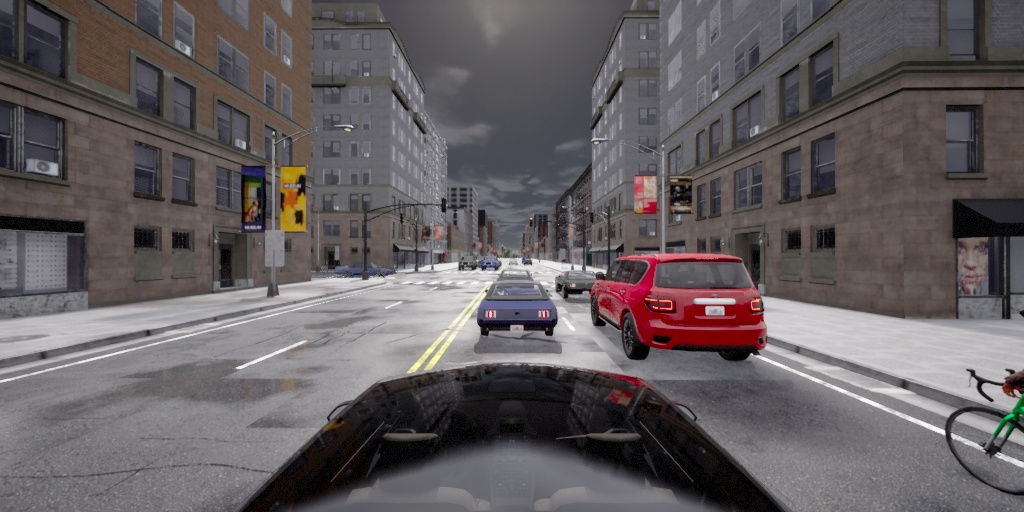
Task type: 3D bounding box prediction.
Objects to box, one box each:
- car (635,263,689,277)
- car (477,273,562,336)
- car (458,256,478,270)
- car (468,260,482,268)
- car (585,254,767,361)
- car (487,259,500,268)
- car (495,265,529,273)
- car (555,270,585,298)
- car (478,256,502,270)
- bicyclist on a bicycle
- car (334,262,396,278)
[{"bbox_3d":[15.192,1.411,36.496,4.718,1.301,1.895,0,0,0],"label":"car"},{"bbox_3d":[0.131,1.352,10.371,1.895,1.301,4.718,0,0,0],"label":"car"},{"bbox_3d":[-6.398,0.990,52.077,2.150,2.045,5.566,0,0,0],"label":"car"},{"bbox_3d":[-6.347,1.336,61.483,1.994,1.385,4.181,0,0,0],"label":"car"},{"bbox_3d":[3.348,0.973,8.445,2.150,2.045,5.566,0,0,2],"label":"car"},{"bbox_3d":[-3.095,1.297,61.294,1.812,1.442,4.674,0,0,1],"label":"car"},{"bbox_3d":[0.165,1.355,19.475,1.895,1.301,4.718,0,0,0],"label":"car"},{"bbox_3d":[3.310,1.355,18.214,1.895,1.301,4.718,0,0,0],"label":"car"},{"bbox_3d":[-3.124,0.990,51.777,2.150,2.045,5.566,0,0,2],"label":"car"},{"bbox_3d":[4.149,1.203,2.618,0.582,1.620,1.656,0,0,0],"label":"bicyclist on a bicycle"},{"bbox_3d":[-13.844,1.291,33.984,5.357,1.411,2.033,0,0,-3],"label":"car"}]
